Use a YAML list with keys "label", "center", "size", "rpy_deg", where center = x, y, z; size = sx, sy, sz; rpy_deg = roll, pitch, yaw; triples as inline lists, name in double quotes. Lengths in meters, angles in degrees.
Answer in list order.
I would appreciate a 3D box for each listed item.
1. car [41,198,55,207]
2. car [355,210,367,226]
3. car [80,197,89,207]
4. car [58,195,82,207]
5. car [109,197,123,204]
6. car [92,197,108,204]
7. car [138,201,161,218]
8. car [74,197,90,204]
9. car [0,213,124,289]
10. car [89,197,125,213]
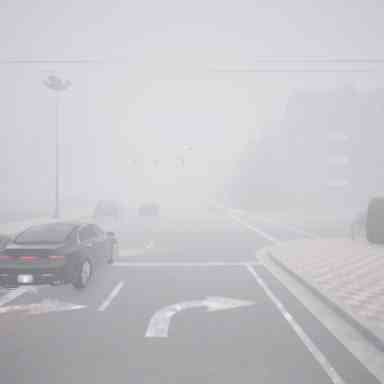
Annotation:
- label: "car"
  center: [-23.302, 1.709, 55.298]
  size: [1.882, 1.535, 5.008]
  rpy_deg: [0, 1, 0]
- label: "car"
  center: [13.090, 1.655, 21.955]
  size: [4.181, 1.385, 1.994]
  rpy_deg: [0, 0, 1]
- label: "car"
  center: [-16.313, 1.830, 54.950]
  size: [1.895, 1.301, 4.718]
  rpy_deg: [0, 0, 0]
- label: "car"
  center: [-19.808, 1.450, 55.348]
  size: [2.150, 2.045, 5.566]
  rpy_deg: [0, 0, 0]
- label: "car"
  center: [-16.280, 1.796, 71.051]
  size: [1.837, 1.490, 4.892]
  rpy_deg: [0, 0, 0]
- label: "car"
  center: [-19.779, 1.838, 71.641]
  size: [2.033, 1.411, 5.357]
  rpy_deg: [0, 0, 0]
- label: "car"
  center: [-4.036, 1.611, 32.067]
  size: [1.882, 1.535, 5.008]
  rpy_deg: [0, 0, -2]
- label: "car"
  center: [-23.280, 1.794, 70.649]
  size: [1.837, 1.490, 4.892]
  rpy_deg: [0, 0, 0]
- label: "car"
  center: [-3.407, 1.544, 9.251]
  size: [1.837, 1.490, 4.892]
  rpy_deg: [0, 0, 0]
- label: "car"
  center: [-7.466, 1.478, 30.220]
  size: [2.097, 1.767, 4.553]
  rpy_deg: [0, 0, -2]
